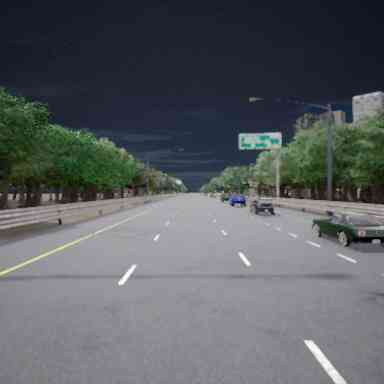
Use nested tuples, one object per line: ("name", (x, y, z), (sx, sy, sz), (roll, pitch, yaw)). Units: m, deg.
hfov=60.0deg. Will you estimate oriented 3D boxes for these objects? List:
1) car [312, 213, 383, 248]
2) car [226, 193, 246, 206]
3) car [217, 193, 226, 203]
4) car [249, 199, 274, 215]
("car", (7.009, 1.601, 14.854), (1.895, 1.301, 4.718), (0, 0, 0))
("car", (7.132, 1.210, 52.412), (2.150, 2.045, 5.566), (0, 0, 0))
("car", (7.206, 1.175, 70.221), (2.150, 2.045, 5.566), (0, 0, 0))
("car", (7.058, 1.495, 33.903), (1.837, 1.490, 4.892), (0, 0, 0))
